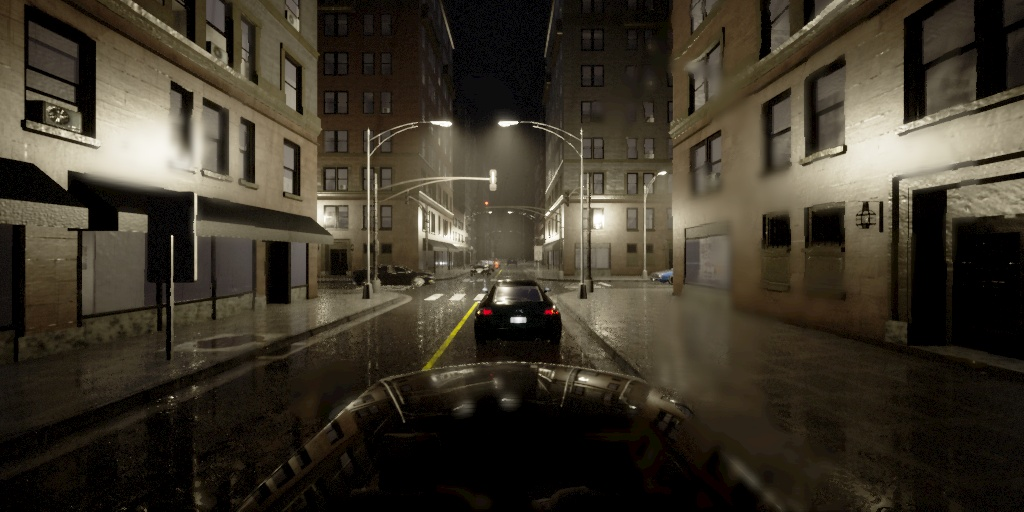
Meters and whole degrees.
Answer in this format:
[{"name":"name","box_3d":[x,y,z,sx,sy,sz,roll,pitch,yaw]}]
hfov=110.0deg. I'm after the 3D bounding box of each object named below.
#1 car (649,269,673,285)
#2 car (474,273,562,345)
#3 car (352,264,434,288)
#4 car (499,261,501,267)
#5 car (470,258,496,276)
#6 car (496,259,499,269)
[{"name":"car","box_3d":[12.613,1.261,25.197,5.357,1.411,2.033,0,0,0]},{"name":"car","box_3d":[0.113,1.314,9.536,1.994,1.385,4.181,0,0,-1]},{"name":"car","box_3d":[-7.426,1.270,22.683,4.892,1.490,1.837,-1,1,-13]},{"name":"car","box_3d":[-3.091,1.093,55.888,2.097,1.767,4.553,0,0,-1]},{"name":"car","box_3d":[-3.098,1.240,36.363,2.128,1.511,4.902,0,0,0]},{"name":"car","box_3d":[-3.103,1.294,46.106,2.033,1.411,5.357,0,0,0]}]
